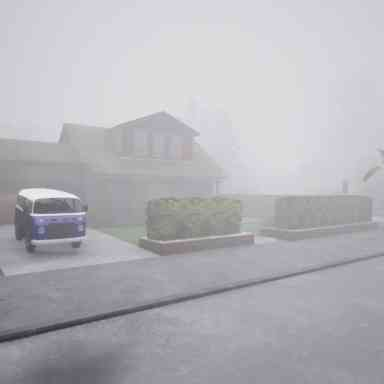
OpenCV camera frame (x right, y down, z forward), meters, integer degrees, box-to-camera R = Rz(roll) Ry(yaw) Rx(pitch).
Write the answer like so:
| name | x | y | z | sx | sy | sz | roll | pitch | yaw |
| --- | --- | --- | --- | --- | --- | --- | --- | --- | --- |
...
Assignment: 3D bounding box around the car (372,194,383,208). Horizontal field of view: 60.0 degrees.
| name | x | y | z | sx | sy | sz | roll | pitch | yaw |
| --- | --- | --- | --- | --- | --- | --- | --- | --- | --- |
| car | 24.038 | 0.986 | 40.783 | 3.866 | 1.878 | 1.905 | 0 | 0 | 0 |
